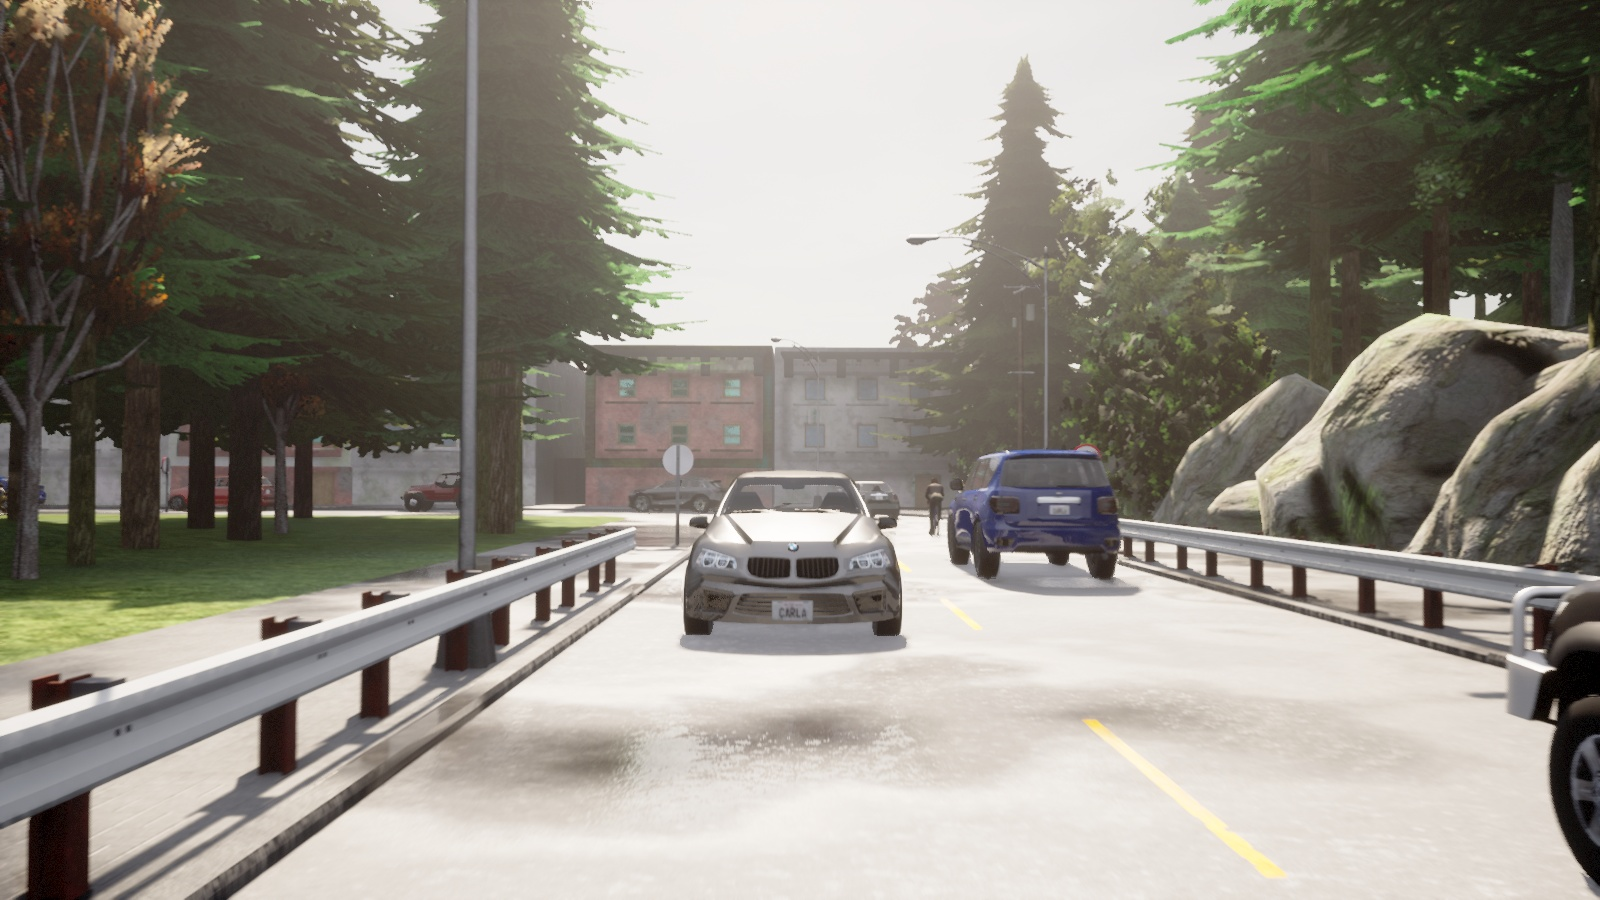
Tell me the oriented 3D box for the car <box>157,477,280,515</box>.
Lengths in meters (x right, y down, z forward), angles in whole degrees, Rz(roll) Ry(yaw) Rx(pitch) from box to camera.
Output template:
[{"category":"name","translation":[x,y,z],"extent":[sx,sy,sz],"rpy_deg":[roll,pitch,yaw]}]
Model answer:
[{"category":"car","translation":[-26.730,2.103,57.885],"extent":[4.611,1.667,2.242],"rpy_deg":[0,-1,0]}]

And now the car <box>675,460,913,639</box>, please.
[{"category":"car","translation":[-0.071,0.993,14.123],"extent":[2.242,1.667,4.611],"rpy_deg":[0,-1,0]}]

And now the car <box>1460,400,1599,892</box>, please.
[{"category":"car","translation":[3.985,0.703,3.401],"extent":[1.932,1.855,4.605],"rpy_deg":[0,-1,0]}]

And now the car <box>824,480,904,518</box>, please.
[{"category":"car","translation":[2.521,1.940,50.589],"extent":[1.970,1.475,3.806],"rpy_deg":[0,-1,-19]}]

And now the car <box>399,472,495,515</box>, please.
[{"category":"car","translation":[-16.219,2.008,57.886],"extent":[3.866,1.878,1.905],"rpy_deg":[-1,-1,0]}]

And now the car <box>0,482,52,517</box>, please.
[{"category":"car","translation":[-37.537,2.279,57.884],"extent":[5.008,1.535,1.882],"rpy_deg":[0,-1,0]}]

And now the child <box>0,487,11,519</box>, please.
[{"category":"child","translation":[-30.969,2.056,48.787],"extent":[0.437,1.263,0.270],"rpy_deg":[0,-1,0]}]

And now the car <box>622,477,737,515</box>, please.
[{"category":"car","translation":[-5.504,2.096,57.495],"extent":[4.856,1.649,2.033],"rpy_deg":[0,-2,18]}]

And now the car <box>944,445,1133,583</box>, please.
[{"category":"car","translation":[3.889,1.022,21.597],"extent":[2.150,2.045,5.566],"rpy_deg":[0,-1,0]}]
